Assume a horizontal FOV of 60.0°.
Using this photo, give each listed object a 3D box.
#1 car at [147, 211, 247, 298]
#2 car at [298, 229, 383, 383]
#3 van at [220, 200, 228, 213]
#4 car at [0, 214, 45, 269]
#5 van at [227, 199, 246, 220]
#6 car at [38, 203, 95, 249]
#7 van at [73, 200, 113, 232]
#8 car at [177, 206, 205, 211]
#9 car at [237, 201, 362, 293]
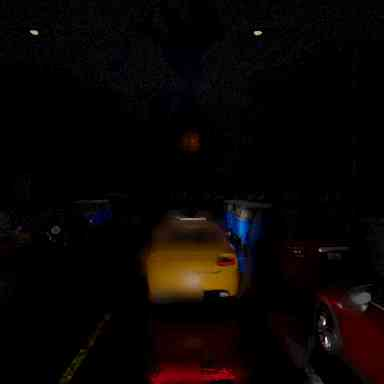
[{"bbox_3d":[0.038,1.478,8.590,1.882,1.535,5.008,0,0,0],"label":"car"},{"bbox_3d":[2.746,1.440,3.325,1.967,1.590,4.097,0,0,0],"label":"car"},{"bbox_3d":[2.657,1.343,19.638,1.690,1.788,3.998,0,0,0],"label":"van"},{"bbox_3d":[-5.808,1.526,8.547,1.752,1.417,4.829,0,0,0],"label":"car"},{"bbox_3d":[2.687,1.342,14.200,1.690,1.788,3.998,0,0,0],"label":"van"},{"bbox_3d":[-5.838,1.441,14.154,1.967,1.590,4.097,0,0,0],"label":"car"},{"bbox_3d":[-5.868,1.343,19.592,1.690,1.788,3.998,0,0,0],"label":"van"},{"bbox_3d":[-0.051,1.493,18.092,2.128,1.511,4.902,0,0,0],"label":"car"},{"bbox_3d":[2.716,1.315,8.763,2.192,1.841,5.009,0,0,0],"label":"car"}]
